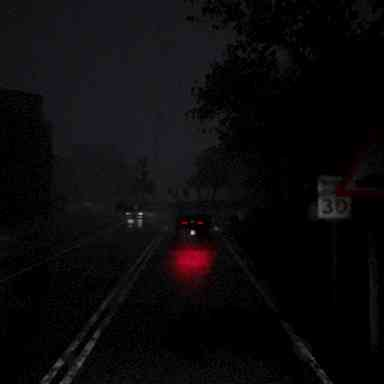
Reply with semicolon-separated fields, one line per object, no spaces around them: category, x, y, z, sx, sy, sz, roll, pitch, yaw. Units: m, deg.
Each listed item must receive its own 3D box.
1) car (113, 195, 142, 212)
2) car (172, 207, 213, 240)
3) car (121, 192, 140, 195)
car;-7.217;1.438;37.560;2.128;1.511;4.902;1;0;-31
car;0.034;1.567;17.289;1.837;1.490;4.892;0;0;0
car;-11.566;1.053;59.850;2.150;2.045;5.566;-2;-2;40
